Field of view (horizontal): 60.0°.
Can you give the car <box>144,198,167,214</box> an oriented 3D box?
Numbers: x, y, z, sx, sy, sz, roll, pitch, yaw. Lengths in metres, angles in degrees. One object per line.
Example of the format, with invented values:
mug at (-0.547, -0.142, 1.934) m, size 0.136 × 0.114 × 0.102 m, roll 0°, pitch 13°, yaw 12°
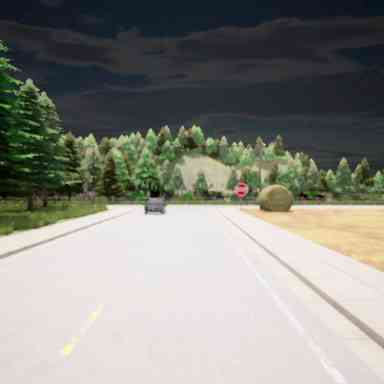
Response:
car at (-3.516, 1.345, 32.467) m, size 1.837 × 1.490 × 4.892 m, roll 0°, pitch 0°, yaw 0°
